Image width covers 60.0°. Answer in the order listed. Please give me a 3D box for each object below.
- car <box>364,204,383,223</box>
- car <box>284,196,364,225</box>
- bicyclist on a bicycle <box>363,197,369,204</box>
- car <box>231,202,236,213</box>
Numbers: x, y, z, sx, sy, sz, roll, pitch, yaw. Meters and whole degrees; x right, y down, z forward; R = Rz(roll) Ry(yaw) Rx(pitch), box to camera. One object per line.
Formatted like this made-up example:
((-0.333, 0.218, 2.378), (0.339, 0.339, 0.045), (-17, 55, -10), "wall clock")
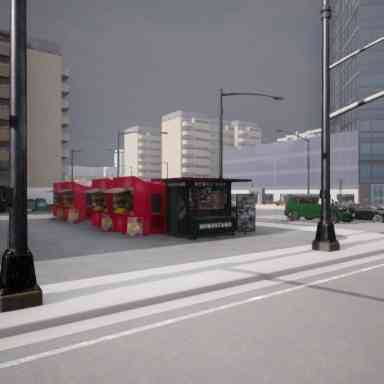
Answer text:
((13.768, 1.643, 26.062), (1.994, 1.385, 4.181), (0, -1, -36), "car")
((9.746, 1.319, 25.650), (2.150, 2.045, 5.566), (0, -1, -36), "car")
((22.232, 1.466, 42.453), (1.656, 1.620, 0.582), (0, 0, -36), "bicyclist on a bicycle")
((4.889, 1.857, 38.299), (1.895, 1.301, 4.718), (0, -1, -36), "car")
